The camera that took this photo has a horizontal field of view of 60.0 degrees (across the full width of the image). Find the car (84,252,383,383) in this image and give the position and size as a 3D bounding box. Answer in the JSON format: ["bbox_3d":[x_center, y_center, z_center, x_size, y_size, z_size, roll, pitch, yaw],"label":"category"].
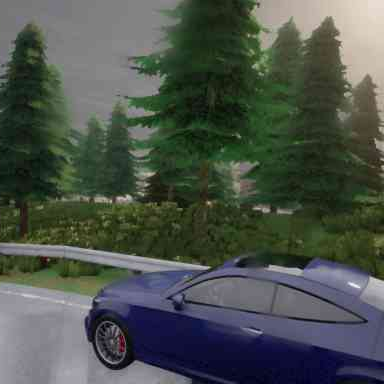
[{"bbox_3d":[0.779,1.499,4.083,4.674,1.442,1.812,1,1,31],"label":"car"}]
